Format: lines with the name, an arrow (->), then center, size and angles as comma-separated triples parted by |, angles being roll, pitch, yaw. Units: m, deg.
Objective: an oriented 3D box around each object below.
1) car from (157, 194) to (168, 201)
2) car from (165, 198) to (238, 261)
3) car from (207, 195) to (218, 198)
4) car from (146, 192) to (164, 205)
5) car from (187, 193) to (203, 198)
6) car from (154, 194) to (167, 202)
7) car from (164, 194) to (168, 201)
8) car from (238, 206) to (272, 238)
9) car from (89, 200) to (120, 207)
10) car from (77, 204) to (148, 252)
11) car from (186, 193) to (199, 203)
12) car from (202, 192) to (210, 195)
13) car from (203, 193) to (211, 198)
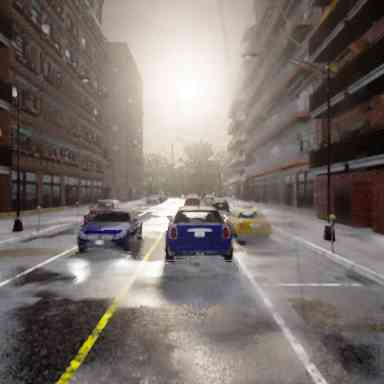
car -> -5.810, 1.056, 66.528 | 1.802, 1.307, 4.206 | 1, 0, 0
car -> 0.161, 1.255, 11.984 | 2.097, 1.767, 4.553 | 0, 0, -2
car -> 2.772, 1.296, 33.728 | 1.947, 1.339, 4.313 | 1, 0, 0
car -> -5.810, 1.155, 49.824 | 2.008, 1.369, 4.403 | 1, 0, 0
car -> 0.099, 1.150, 41.056 | 1.882, 1.535, 5.008 | 0, 0, 0
car -> -5.810, 1.083, 60.960 | 1.947, 1.339, 4.313 | 1, 0, 0
car -> -5.807, 0.876, 55.389 | 2.192, 1.841, 5.009 | 1, 0, 0
car -> 2.709, 1.392, 16.553 | 1.752, 1.417, 4.829 | 1, 0, 0
car -> -5.697, 1.264, 21.983 | 1.967, 1.590, 4.097 | 1, 0, 0
car -> -3.100, 1.417, 13.472 | 1.812, 1.442, 4.674 | 0, 0, 0
car -> 0.101, 1.024, 59.038 | 2.128, 1.511, 4.902 | 0, 0, 0
car -> 2.838, 1.112, 55.359 | 2.008, 1.369, 4.403 | 1, 0, 0
car -> 2.838, 1.172, 44.392 | 1.752, 1.417, 4.829 | 1, 0, 0
